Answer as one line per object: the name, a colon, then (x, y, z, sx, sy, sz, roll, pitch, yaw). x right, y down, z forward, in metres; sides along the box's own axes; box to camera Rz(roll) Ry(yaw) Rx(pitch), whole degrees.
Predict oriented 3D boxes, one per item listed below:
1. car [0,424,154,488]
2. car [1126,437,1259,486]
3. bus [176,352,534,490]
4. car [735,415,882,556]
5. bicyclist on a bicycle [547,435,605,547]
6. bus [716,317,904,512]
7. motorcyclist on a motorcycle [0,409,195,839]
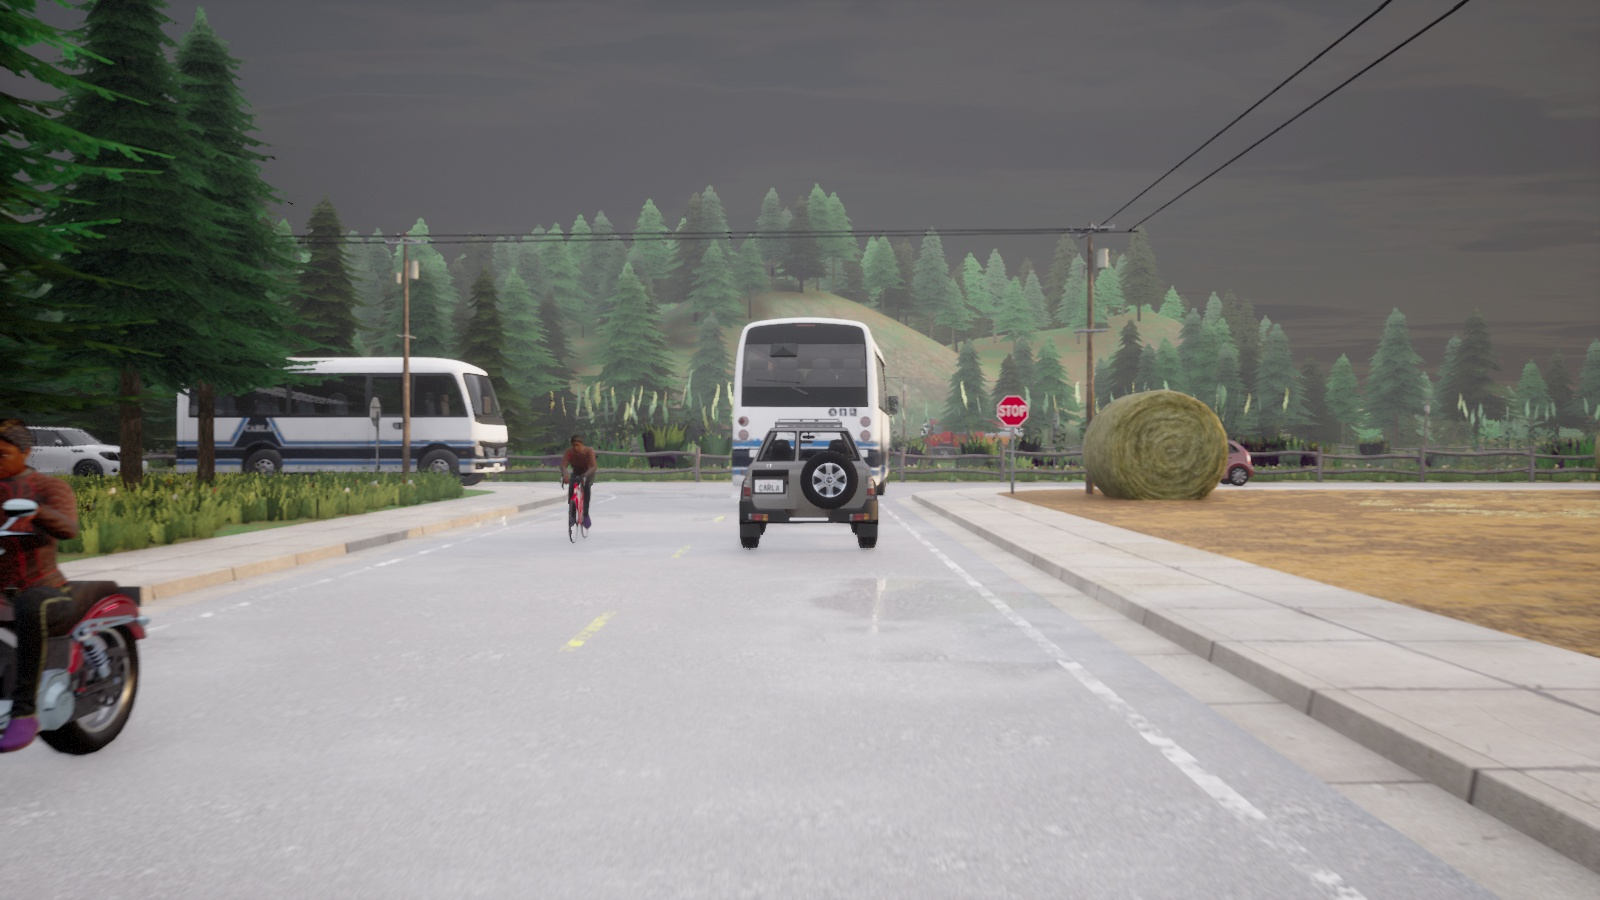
car: (-24.689, 0.177, 41.525, 5.566, 2.045, 2.150, 0, 0, 2)
car: (13.381, 0.378, 43.001, 3.988, 1.617, 1.851, 0, 0, 3)
bus: (-14.281, -0.907, 41.005, 10.273, 4.253, 3.944, 0, 0, 3)
car: (0.130, 0.457, 18.846, 1.932, 1.855, 4.605, 0, 0, 0)
bicyclist on a bicycle: (-3.373, 0.589, 19.022, 0.582, 1.620, 1.656, 0, 1, 0)
bus: (0.623, -0.815, 32.693, 3.944, 4.253, 10.273, 0, 0, 6)
motorcyclist on a motorcycle: (-3.454, 0.665, 5.178, 0.766, 1.649, 2.350, 0, 0, 0)
